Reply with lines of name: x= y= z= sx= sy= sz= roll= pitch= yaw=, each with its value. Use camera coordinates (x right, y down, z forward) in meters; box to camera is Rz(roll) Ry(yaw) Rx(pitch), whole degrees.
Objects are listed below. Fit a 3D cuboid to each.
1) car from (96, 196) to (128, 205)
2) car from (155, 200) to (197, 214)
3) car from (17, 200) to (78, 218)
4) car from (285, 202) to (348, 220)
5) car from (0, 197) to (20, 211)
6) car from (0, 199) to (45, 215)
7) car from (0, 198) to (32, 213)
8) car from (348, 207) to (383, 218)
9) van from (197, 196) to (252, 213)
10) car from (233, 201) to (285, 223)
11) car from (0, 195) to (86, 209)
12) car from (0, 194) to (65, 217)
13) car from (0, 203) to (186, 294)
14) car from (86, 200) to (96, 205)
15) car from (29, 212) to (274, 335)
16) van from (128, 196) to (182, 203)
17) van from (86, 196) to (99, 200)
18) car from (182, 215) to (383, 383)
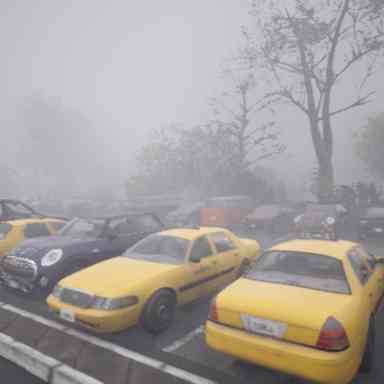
car: x=-4.638 y=1.417 z=25.699 sx=2.185 sy=1.767 sz=4.553 roll=0 pitch=0 yaw=35
car: x=0.101 y=1.510 z=22.402 sx=2.231 sy=1.521 sz=4.892 roll=0 pitch=0 yaw=35
car: x=-13.859 y=1.573 z=32.237 sx=2.097 sy=1.535 sz=5.008 roll=1 pitch=1 yaw=35
car: x=6.935 y=1.336 z=17.612 sx=2.185 sy=1.767 sz=4.553 roll=0 pitch=0 yaw=35
car: x=-22.988 y=1.444 z=38.691 sx=2.231 sy=1.521 sz=4.892 roll=1 pitch=0 yaw=35
car: x=-18.497 y=1.539 z=35.479 sx=2.163 sy=1.488 sz=4.792 roll=1 pitch=1 yaw=35
car: x=-20.805 y=1.505 z=37.107 sx=2.163 sy=1.488 sz=4.792 roll=1 pitch=1 yaw=35
car: x=9.222 y=1.446 z=15.956 sx=2.097 sy=1.535 sz=5.008 roll=0 pitch=0 yaw=35
van: x=2.472 y=1.267 z=20.863 sx=1.878 sy=1.987 sz=4.442 roll=0 pitch=0 yaw=35
car: x=4.613 y=1.478 z=19.218 sx=2.097 sy=1.535 sz=5.008 roll=0 pitch=0 yaw=35
car: x=-7.080 y=1.260 z=12.113 sx=2.435 sy=2.045 sz=5.566 roll=0 pitch=0 yaw=35
car: x=-16.186 y=1.292 z=33.851 sx=2.435 sy=2.045 sz=5.566 roll=1 pitch=0 yaw=35
car: x=-2.459 y=1.354 z=8.858 sx=2.185 sy=1.767 sz=4.553 roll=0 pitch=0 yaw=35
car: x=-6.805 y=1.587 z=27.305 sx=2.163 sy=1.488 sz=4.792 roll=-1 pitch=0 yaw=35
car: x=-0.274 y=1.461 z=7.052 sx=1.946 sy=1.575 sz=5.366 roll=0 pitch=0 yaw=35
van: x=-2.144 y=1.300 z=24.122 sx=1.878 sy=1.987 sz=4.442 roll=0 pitch=0 yaw=35
van: x=-9.202 y=1.348 z=28.812 sx=1.878 sy=1.987 sz=4.442 roll=0 pitch=0 yaw=35
car: x=2.250 y=1.444 z=5.727 sx=1.946 sy=1.575 sz=5.366 roll=0 pitch=0 yaw=35
